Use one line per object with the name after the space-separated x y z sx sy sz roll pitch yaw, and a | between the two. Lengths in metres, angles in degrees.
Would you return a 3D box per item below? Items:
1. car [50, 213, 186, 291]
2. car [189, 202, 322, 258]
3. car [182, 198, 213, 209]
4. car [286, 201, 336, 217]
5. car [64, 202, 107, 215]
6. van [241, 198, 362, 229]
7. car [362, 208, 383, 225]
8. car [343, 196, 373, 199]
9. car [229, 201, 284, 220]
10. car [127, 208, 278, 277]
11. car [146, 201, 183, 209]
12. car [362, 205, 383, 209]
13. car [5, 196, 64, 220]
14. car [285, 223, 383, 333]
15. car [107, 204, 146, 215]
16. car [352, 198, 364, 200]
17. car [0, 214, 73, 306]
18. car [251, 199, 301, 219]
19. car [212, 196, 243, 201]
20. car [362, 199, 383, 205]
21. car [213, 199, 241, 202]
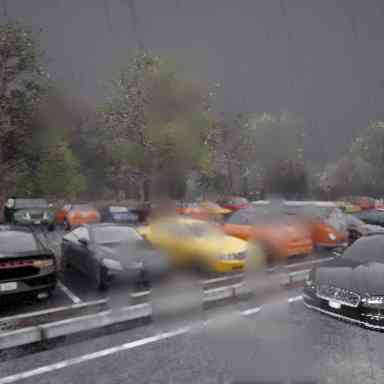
-2.388 1.585 9.518 2.002 1.452 4.674 1 0 -35 | car
2.184 1.462 12.695 2.185 1.767 4.553 1 0 -35 | car
-0.812 1.501 26.582 2.185 1.767 4.553 0 0 -35 | car
12.849 1.770 36.203 2.163 1.488 4.792 0 0 -35 | car
-7.643 1.437 21.773 2.185 1.767 4.553 1 0 -35 | car
4.458 1.383 14.191 1.878 1.987 4.442 1 0 -35 | van
6.733 1.660 15.901 2.163 1.488 4.792 1 0 -35 | car
19.547 1.540 40.989 2.435 2.045 5.566 0 0 -35 | car
5.998 1.687 31.423 2.231 1.521 4.892 0 0 -35 | car
-0.004 1.564 10.966 1.946 1.575 5.366 1 0 -35 | car
-3.104 1.606 25.000 2.097 1.535 5.008 1 0 -35 | car
11.266 1.710 19.132 2.002 1.452 4.674 0 0 -35 | car
-9.920 1.290 20.174 2.435 2.045 5.566 1 0 -35 | car
4.257 1.563 6.709 4.892 1.490 1.837 1 0 -35 | car
-5.386 1.624 23.404 2.002 1.452 4.674 1 0 -35 | car
17.179 1.771 39.514 1.946 1.575 5.366 0 0 -35 | car
-4.660 1.522 7.909 2.097 1.535 5.008 1 0 -35 | car
8.262 1.578 33.048 2.185 1.767 4.553 0 0 -35 | car
3.743 1.415 29.793 2.435 2.045 5.566 0 0 -35 | car
13.562 1.564 20.706 2.185 1.767 4.553 0 0 -35 | car
1.444 1.646 28.215 2.097 1.535 5.008 0 0 -35 | car
